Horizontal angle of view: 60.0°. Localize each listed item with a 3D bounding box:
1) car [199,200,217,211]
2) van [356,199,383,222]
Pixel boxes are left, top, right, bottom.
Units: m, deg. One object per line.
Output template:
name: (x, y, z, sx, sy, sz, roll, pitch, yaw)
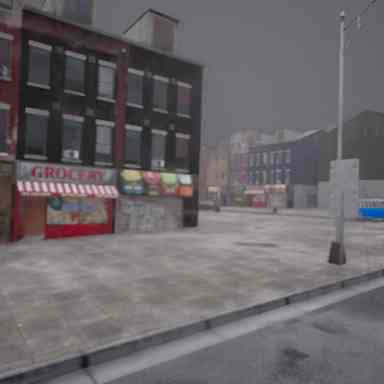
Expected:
car: (1.852, 1.734, 43.647, 1.802, 1.307, 4.206, 3, -2, -35)
van: (14.534, 1.483, 25.831, 1.690, 1.788, 3.998, 3, -2, -35)
